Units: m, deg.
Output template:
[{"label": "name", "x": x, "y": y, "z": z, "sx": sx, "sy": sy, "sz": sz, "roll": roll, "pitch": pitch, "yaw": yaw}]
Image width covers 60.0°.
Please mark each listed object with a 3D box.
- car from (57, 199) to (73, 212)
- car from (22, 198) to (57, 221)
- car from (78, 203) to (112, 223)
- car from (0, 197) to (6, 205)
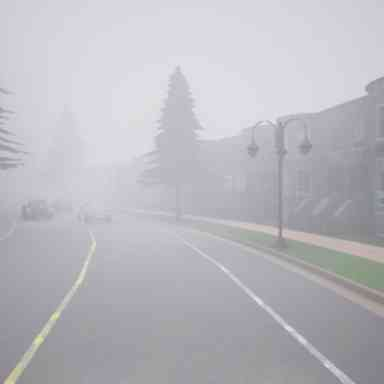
[{"label": "car", "x": -15.308, "y": 1.525, "z": 38.886, "sx": 2.128, "sy": 1.511, "sz": 4.902, "roll": 0, "pitch": 0, "yaw": -32}, {"label": "car", "x": -12.929, "y": 1.389, "z": 27.773, "sx": 2.097, "sy": 1.767, "sz": 4.553, "roll": -1, "pitch": 0, "yaw": -30}, {"label": "car", "x": -7.455, "y": 1.528, "z": 25.400, "sx": 1.812, "sy": 1.442, "sz": 4.674, "roll": 0, "pitch": 0, "yaw": -28}, {"label": "car", "x": -36.167, "y": 1.615, "z": 62.211, "sx": 1.837, "sy": 1.490, "sz": 4.892, "roll": -1, "pitch": 0, "yaw": -38}]
